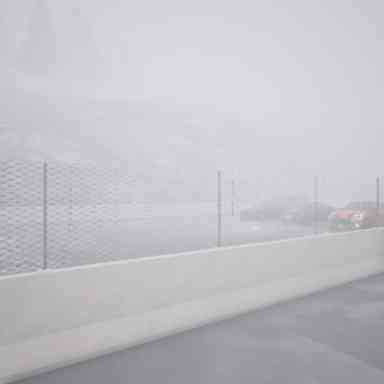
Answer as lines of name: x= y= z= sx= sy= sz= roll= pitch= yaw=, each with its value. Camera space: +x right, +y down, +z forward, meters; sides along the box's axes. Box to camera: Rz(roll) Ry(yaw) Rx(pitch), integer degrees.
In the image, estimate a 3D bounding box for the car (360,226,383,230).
car: x=10.128 y=1.352 z=19.810 sx=4.553 sy=1.767 sz=2.097 roll=0 pitch=0 yaw=-35
